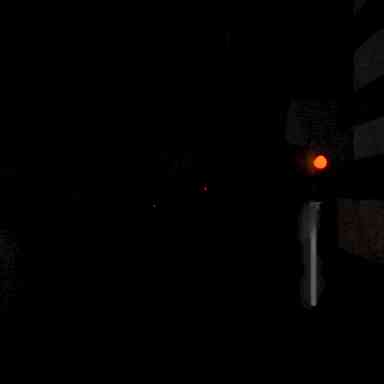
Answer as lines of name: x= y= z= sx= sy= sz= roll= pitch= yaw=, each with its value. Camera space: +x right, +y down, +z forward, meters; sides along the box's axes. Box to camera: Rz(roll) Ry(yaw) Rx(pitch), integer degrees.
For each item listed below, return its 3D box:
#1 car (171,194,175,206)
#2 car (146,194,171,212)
car: x=-4.094 y=1.548 z=54.163 sx=2.033 sy=1.411 sz=5.357 roll=0 pitch=0 yaw=0
car: x=-4.138 y=1.221 z=39.674 sx=2.150 sy=2.045 sz=5.566 roll=0 pitch=0 yaw=0
